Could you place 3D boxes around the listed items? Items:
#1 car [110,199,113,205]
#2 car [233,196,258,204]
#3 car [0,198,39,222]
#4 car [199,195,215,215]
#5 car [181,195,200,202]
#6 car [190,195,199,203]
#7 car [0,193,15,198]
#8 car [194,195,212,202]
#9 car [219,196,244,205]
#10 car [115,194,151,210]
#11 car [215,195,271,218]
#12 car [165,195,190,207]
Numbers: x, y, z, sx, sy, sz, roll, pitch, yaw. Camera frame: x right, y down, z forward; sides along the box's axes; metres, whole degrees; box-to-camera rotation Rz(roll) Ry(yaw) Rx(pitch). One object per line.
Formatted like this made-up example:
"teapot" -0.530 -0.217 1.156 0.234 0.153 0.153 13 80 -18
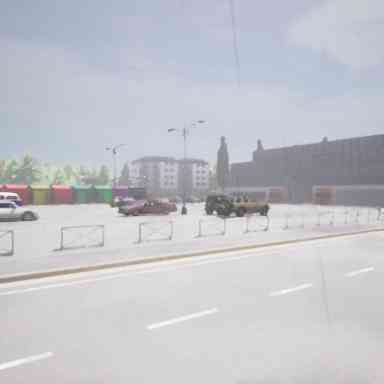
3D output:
"car" -10.067 1.414 49.462 3.806 1.475 1.970 0 0 -35
"car" 10.299 1.534 64.715 2.128 1.511 4.902 0 0 -33
"car" -12.851 1.398 23.213 3.806 1.475 1.970 0 0 -35
"car" 2.968 1.175 31.099 3.866 1.878 1.905 0 0 -35
"car" -0.454 1.456 74.437 1.837 1.490 4.892 0 0 -34
"car" 0.000 1.614 67.475 2.033 1.411 5.357 0 0 -34
"car" -22.689 1.156 36.951 4.605 1.855 1.932 0 0 -35
"car" 2.453 1.512 76.387 1.994 1.385 4.181 0 0 -34
"car" 7.391 1.531 62.767 2.128 1.511 4.902 0 0 -33
"car" -8.403 1.175 47.093 3.866 1.878 1.905 0 0 -35
"car" 4.596 1.172 28.706 4.605 1.855 1.932 0 0 -35
"car" -2.907 1.579 65.526 1.812 1.442 4.674 0 0 -34
